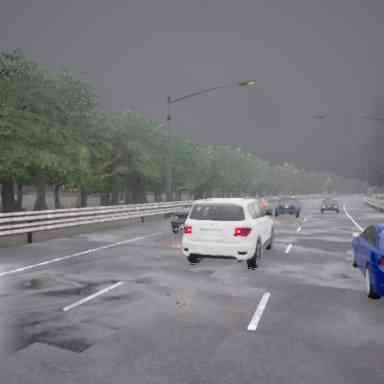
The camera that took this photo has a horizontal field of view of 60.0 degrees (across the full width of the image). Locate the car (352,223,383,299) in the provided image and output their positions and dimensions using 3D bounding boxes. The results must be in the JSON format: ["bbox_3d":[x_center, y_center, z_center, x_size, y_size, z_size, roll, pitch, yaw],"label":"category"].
[{"bbox_3d":[5.101,1.476,8.078,1.882,1.535,5.008,0,0,20],"label":"car"}]

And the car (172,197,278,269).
[{"bbox_3d":[1.477,1.218,11.549,2.150,2.045,5.566,0,0,20],"label":"car"}]

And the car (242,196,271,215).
[{"bbox_3d":[6.754,1.339,34.520,2.097,1.767,4.553,0,0,22],"label":"car"}]

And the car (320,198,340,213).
[{"bbox_3d":[15.217,1.541,36.675,2.033,1.411,5.357,0,0,23],"label":"car"}]

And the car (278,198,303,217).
[{"bbox_3d":[9.035,1.341,30.866,2.097,1.767,4.553,0,0,22],"label":"car"}]

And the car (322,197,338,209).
[{"bbox_3d":[19.245,1.523,46.219,1.812,1.442,4.674,0,0,25],"label":"car"}]
